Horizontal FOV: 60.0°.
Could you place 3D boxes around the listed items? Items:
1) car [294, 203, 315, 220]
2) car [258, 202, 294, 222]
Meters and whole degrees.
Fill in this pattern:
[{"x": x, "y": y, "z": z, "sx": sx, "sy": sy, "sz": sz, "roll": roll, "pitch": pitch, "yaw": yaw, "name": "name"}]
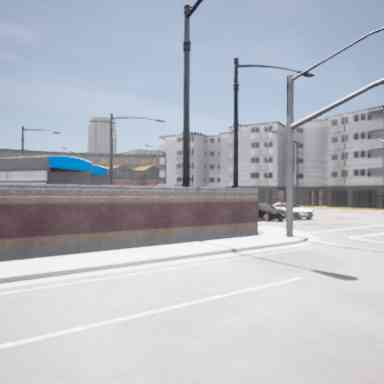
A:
[{"x": 8.790, "y": 1.691, "z": 30.188, "sx": 1.812, "sy": 1.442, "sz": 4.674, "roll": 0, "pitch": 0, "yaw": -36, "name": "car"}, {"x": 5.845, "y": 1.647, "z": 28.267, "sx": 1.837, "sy": 1.490, "sz": 4.892, "roll": 0, "pitch": 0, "yaw": -35, "name": "car"}]
